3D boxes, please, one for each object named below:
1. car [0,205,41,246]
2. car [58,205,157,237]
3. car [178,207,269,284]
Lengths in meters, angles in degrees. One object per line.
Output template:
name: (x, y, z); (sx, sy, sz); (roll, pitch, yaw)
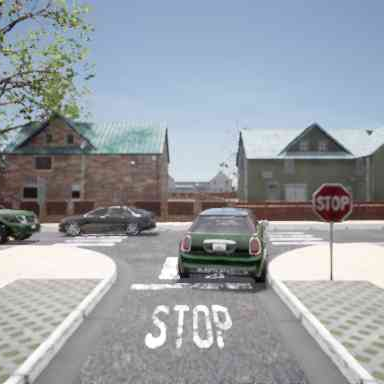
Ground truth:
car: (-9.453, 1.170, 14.063); (5.566, 2.045, 2.150); (-1, -1, 1)
car: (-4.245, 1.440, 16.953); (4.892, 1.490, 1.837); (-1, -1, 1)
car: (1.094, 1.237, 9.608); (2.097, 1.767, 4.553); (0, 1, 13)
